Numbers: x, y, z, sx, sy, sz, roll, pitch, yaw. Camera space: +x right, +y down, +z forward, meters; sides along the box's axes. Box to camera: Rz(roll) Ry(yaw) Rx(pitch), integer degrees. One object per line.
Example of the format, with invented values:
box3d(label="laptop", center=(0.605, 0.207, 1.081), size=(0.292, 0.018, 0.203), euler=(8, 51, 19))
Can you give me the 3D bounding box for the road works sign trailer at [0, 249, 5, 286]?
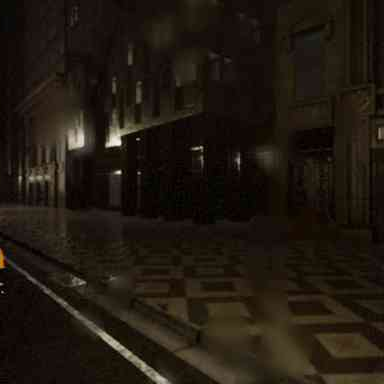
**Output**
box3d(label="road works sign trailer", center=(-6.267, 0.456, 8.404), size=(2.380, 3.560, 2.880), euler=(0, 0, -39))
